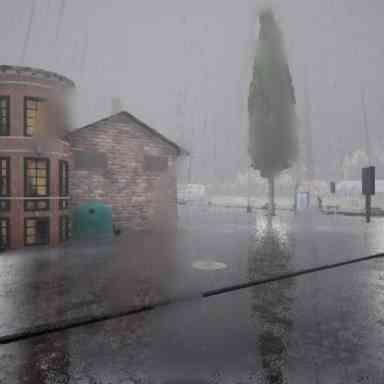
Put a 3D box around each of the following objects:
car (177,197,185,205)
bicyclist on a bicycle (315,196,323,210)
[{"bbox_3d":[-2.971,1.564,58.571,1.994,1.385,4.181,0,0,-36],"label":"car"},{"bbox_3d":[15.350,1.349,40.171,1.656,1.620,0.582,0,0,-36],"label":"bicyclist on a bicycle"}]
